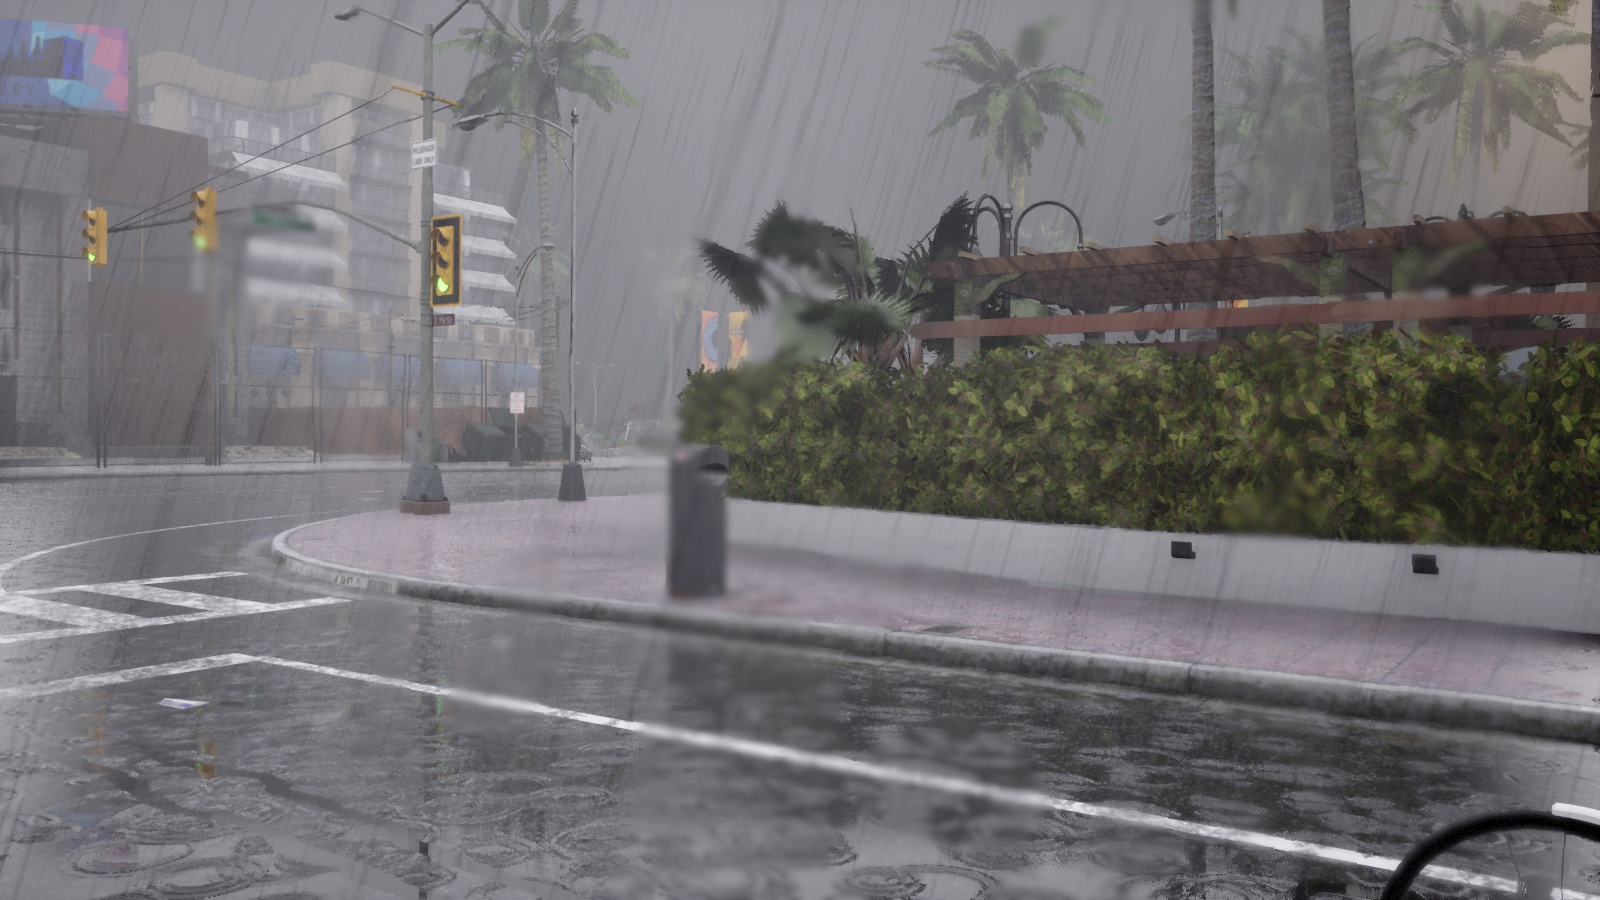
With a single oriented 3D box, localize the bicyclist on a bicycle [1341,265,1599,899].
[{"bbox_3d":[2.029,0.553,2.267,1.843,1.776,0.659,0,1,34],"label":"bicyclist on a bicycle"}]
